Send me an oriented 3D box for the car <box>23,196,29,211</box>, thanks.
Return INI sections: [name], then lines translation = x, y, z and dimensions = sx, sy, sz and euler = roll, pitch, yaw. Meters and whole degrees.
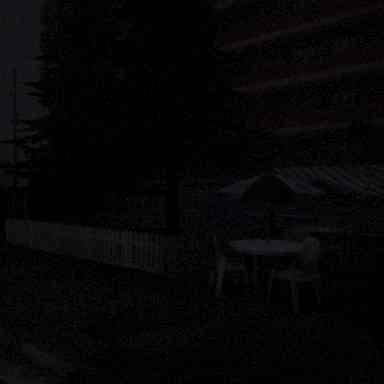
[car]
translation = -18.457, 0.914, 36.509
dimensions = 2.150, 2.045, 5.566
euler = 0, 0, 7
